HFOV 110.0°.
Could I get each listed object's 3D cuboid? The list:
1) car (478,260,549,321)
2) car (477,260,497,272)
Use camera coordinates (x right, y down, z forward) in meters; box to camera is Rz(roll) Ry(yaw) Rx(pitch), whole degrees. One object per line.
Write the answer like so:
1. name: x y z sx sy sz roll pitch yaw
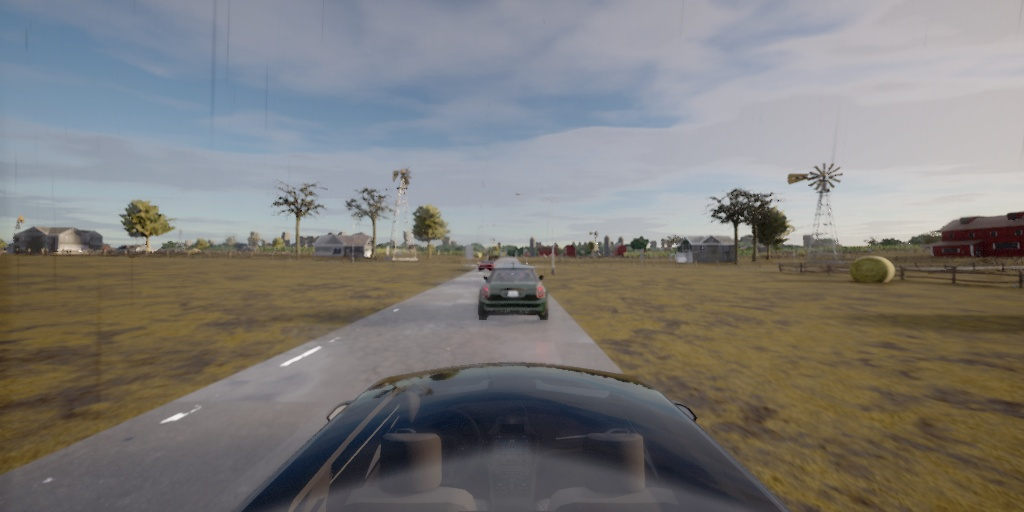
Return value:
1. car: 0.063 1.046 12.256 2.097 1.767 4.553 0 1 1
2. car: -2.801 1.091 40.885 1.895 1.301 4.718 0 0 0
